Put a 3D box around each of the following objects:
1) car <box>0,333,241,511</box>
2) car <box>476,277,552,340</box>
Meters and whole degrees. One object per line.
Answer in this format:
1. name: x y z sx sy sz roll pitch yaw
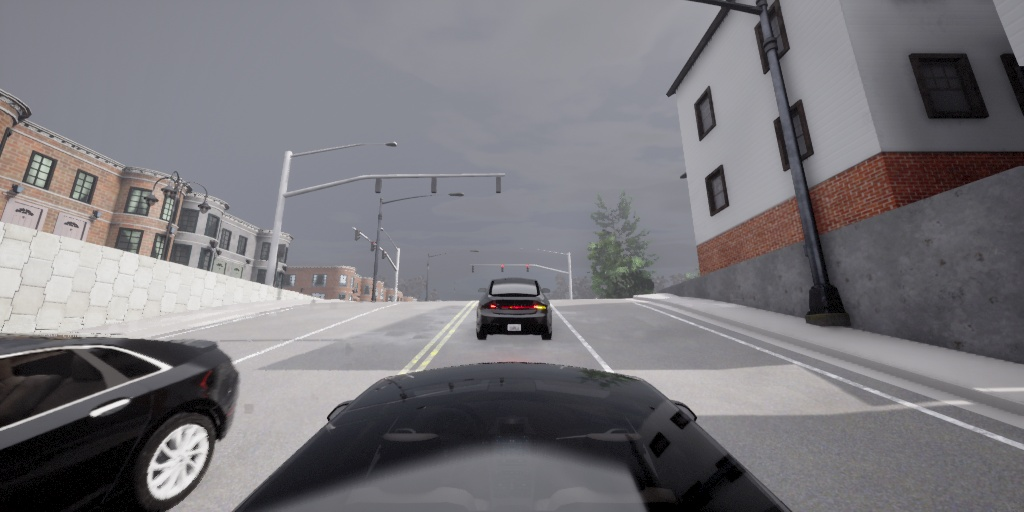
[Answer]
1. car: -3.606 1.276 1.531 1.837 1.490 4.892 0 0 0
2. car: 0.063 1.352 10.343 1.837 1.490 4.892 0 0 0
